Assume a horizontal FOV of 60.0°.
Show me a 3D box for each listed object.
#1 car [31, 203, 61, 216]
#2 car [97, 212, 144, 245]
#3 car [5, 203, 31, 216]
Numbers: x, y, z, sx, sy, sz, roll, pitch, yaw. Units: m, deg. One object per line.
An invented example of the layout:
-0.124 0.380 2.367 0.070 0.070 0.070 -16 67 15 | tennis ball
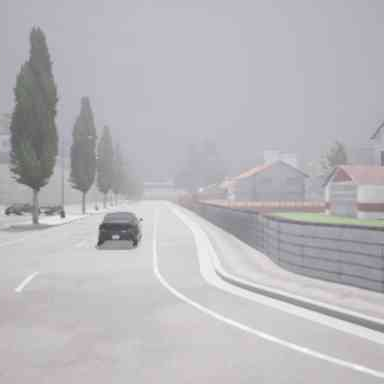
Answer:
-17.773 2.114 41.470 2.128 1.511 4.902 0 -1 -6 | car
-3.609 1.768 16.972 1.837 1.490 4.892 0 -1 -6 | car
-21.256 2.092 41.117 1.837 1.490 4.892 0 -1 -6 | car
